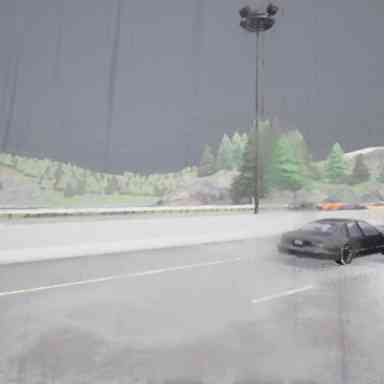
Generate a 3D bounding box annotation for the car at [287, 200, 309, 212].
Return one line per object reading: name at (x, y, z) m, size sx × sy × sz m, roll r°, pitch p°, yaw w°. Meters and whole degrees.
car at (14.874, 1.820, 44.726) m, size 4.902 × 1.511 × 2.128 m, roll 1°, pitch 0°, yaw -35°

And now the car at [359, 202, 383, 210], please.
car at (20.524, 1.801, 35.848) m, size 5.008 × 1.535 × 1.882 m, roll 1°, pitch 0°, yaw -35°

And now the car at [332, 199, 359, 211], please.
car at (18.904, 1.853, 38.992) m, size 4.674 × 1.442 × 1.812 m, roll 1°, pitch 0°, yaw -35°

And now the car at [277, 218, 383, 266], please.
car at (5.392, 1.644, 11.904) m, size 5.357 × 1.411 × 2.033 m, roll 1°, pitch 0°, yaw -36°

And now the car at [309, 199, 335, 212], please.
car at (17.438, 1.685, 42.238) m, size 4.553 × 1.767 × 2.097 m, roll 0°, pitch 0°, yaw -35°
